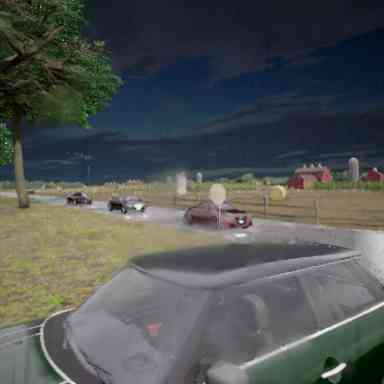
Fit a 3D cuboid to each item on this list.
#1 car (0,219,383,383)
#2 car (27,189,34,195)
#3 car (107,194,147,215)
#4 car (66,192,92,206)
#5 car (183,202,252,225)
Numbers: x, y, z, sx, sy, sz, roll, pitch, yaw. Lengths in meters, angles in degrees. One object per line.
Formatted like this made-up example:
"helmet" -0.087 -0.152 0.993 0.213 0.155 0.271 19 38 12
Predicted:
"car" -0.003 1.331 2.865 4.553 1.767 2.097 -1 1 -34
"car" -41.273 0.006 84.040 1.882 1.535 5.008 -2 2 -35
"car" -5.468 0.944 27.448 2.128 1.511 4.902 -2 2 -35
"car" -13.080 0.728 38.441 1.882 1.535 5.008 -2 2 -35
"car" 1.284 1.216 17.746 1.994 1.385 4.181 -2 2 -34
